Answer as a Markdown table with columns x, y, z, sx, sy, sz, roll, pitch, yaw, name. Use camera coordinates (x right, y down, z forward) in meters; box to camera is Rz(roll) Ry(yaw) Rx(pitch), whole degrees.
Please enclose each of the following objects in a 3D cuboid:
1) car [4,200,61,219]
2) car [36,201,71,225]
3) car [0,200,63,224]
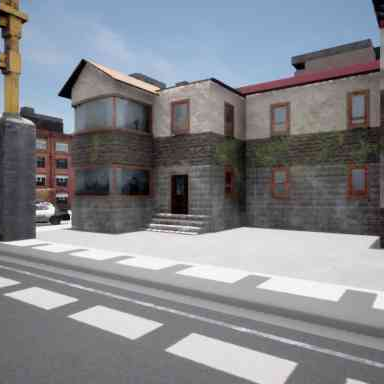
| x | y | z | sx | sy | sz | roll | pitch | yaw | name |
| --- | --- | --- | --- | --- | --- | --- | --- | --- | --- |
| -12.072 | 1.295 | 25.544 | 1.853 | 1.218 | 4.536 | 0 | 0 | 5 | car |
| -10.700 | 1.295 | 22.028 | 4.536 | 1.218 | 1.853 | 0 | 0 | -25 | car |
| -12.077 | 1.453 | 25.492 | 2.038 | 1.542 | 4.974 | 0 | 0 | 5 | car |
